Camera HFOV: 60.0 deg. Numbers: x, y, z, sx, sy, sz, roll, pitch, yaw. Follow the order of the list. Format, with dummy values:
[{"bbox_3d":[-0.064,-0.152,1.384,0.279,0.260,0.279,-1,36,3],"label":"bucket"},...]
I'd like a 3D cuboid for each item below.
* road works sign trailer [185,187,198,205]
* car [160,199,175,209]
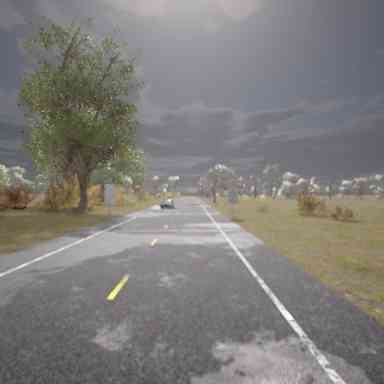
[{"bbox_3d":[0.013,0.736,64.109,2.380,3.560,2.880,0,0,0],"label":"road works sign trailer"},{"bbox_3d":[-3.558,1.767,48.673,1.994,1.385,4.181,0,0,0],"label":"car"}]
